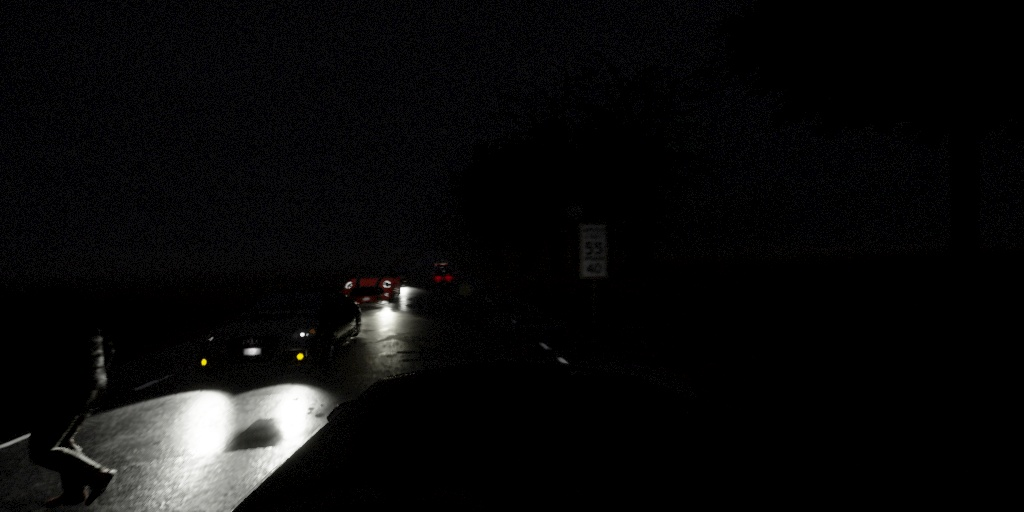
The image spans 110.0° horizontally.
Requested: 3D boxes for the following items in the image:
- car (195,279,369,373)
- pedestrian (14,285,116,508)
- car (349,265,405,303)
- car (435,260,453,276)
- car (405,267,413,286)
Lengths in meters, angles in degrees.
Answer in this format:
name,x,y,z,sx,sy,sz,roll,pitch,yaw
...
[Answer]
name,x,y,z,sx,sy,sz,roll,pitch,yaw
car,-4.691,1.417,7.894,1.994,1.385,4.181,-1,0,-11
pedestrian,-3.604,1.102,2.937,0.375,1.860,0.375,-2,1,-12
car,-6.696,1.274,17.592,2.097,1.767,4.553,-1,0,-12
car,-7.795,1.439,40.926,2.128,1.511,4.902,-1,0,-11
car,-8.670,1.524,27.252,1.994,1.385,4.181,-1,0,-11
